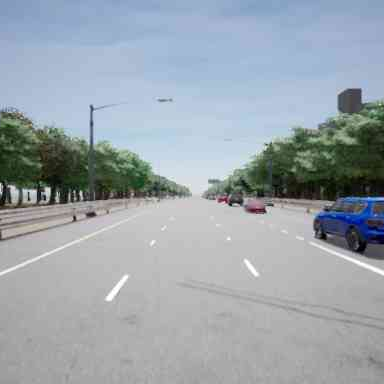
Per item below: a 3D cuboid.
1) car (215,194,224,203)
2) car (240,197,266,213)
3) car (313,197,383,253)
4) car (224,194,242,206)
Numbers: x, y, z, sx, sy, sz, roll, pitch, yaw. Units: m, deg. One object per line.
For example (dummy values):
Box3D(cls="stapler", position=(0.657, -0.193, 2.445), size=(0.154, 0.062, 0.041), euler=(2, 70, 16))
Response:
Box3D(cls="car", position=(7.220, 1.541, 78.577), size=(2.150, 2.045, 5.566), euler=(0, -1, 0))
Box3D(cls="car", position=(7.032, 1.578, 37.552), size=(1.994, 1.385, 4.181), euler=(0, 0, 0))
Box3D(cls="car", position=(7.043, 1.224, 13.923), size=(2.150, 2.045, 5.566), euler=(0, 0, -1))
Box3D(cls="car", position=(7.087, 1.307, 55.020), size=(2.150, 2.045, 5.566), euler=(0, 0, 0))
